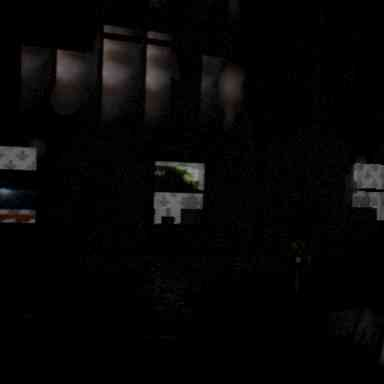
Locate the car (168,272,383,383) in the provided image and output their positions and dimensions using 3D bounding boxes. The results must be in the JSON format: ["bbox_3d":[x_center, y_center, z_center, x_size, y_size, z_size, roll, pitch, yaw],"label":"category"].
[{"bbox_3d":[1.958,1.532,3.090,4.313,1.339,1.947,1,2,-13],"label":"car"}]
